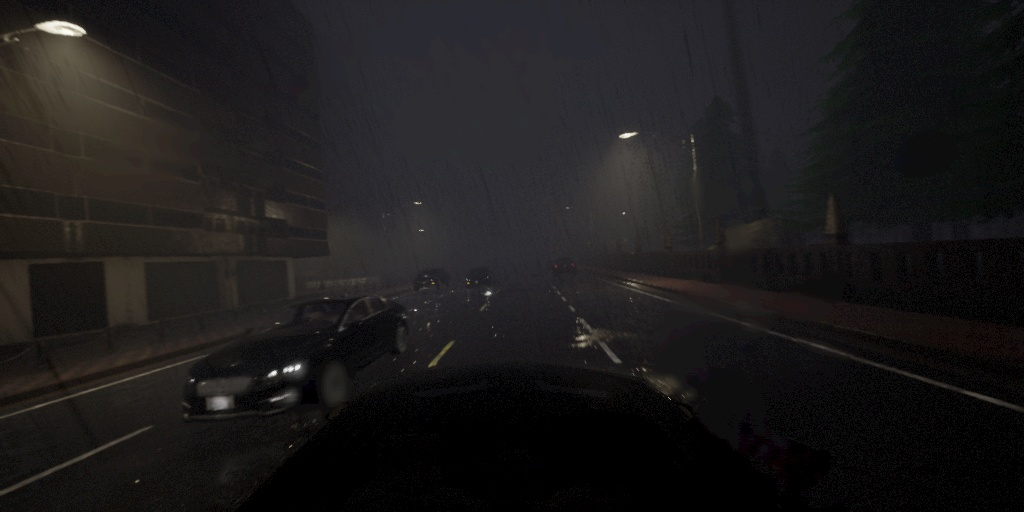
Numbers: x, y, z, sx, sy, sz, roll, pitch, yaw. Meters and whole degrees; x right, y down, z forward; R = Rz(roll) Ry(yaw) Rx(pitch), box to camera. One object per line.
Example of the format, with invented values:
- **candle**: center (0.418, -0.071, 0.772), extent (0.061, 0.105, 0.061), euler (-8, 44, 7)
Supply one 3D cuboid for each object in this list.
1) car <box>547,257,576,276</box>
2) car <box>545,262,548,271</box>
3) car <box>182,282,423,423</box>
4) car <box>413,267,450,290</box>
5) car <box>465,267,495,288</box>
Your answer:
- **car**: center (4.911, 0.936, 34.734), extent (2.097, 1.767, 4.553), euler (-5, 0, 3)
- **car**: center (5.514, 1.123, 47.796), extent (2.128, 1.511, 4.902), euler (-5, 0, 3)
- **car**: center (-3.507, 1.559, 6.871), extent (2.128, 1.511, 4.902), euler (-5, 0, 3)
- **car**: center (-5.985, 1.637, 27.104), extent (1.837, 1.490, 4.892), euler (-5, 0, 3)
- **car**: center (-2.482, 1.650, 28.571), extent (1.837, 1.490, 4.892), euler (-5, -1, 3)
